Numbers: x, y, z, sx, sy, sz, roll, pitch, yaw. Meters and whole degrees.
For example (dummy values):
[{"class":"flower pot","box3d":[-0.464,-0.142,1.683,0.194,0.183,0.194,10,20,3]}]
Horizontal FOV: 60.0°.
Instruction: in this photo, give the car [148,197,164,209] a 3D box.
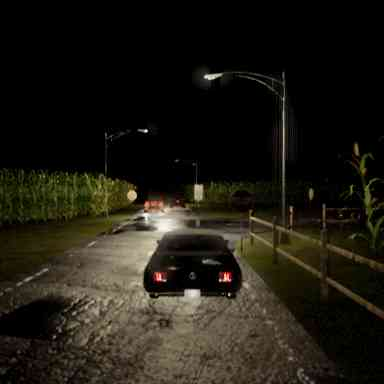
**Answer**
[{"class":"car","box3d":[-5.125,1.498,47.899,2.128,1.511,4.902,0,0,-5]}]

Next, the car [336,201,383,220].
[{"class":"car","box3d":[13.118,1.355,24.232,4.718,1.301,1.895,-1,0,3]}]

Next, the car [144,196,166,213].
[{"class":"car","box3d":[-4.234,1.348,37.432,2.097,1.767,4.553,0,0,-5]}]

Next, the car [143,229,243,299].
[{"class":"car","box3d":[0.017,1.596,8.395,1.895,1.301,4.718,0,0,0]}]

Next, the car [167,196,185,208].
[{"class":"car","box3d":[-2.154,1.357,47.607,2.097,1.767,4.553,0,0,-5]}]

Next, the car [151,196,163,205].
[{"class":"car","box3d":[-6.573,1.570,62.226,2.033,1.411,5.357,0,0,-6]}]
